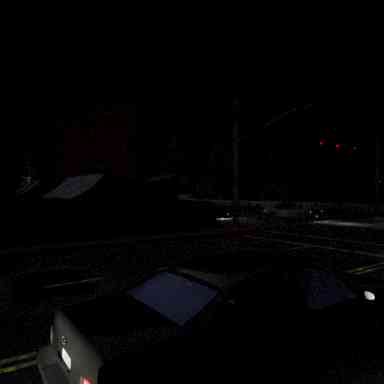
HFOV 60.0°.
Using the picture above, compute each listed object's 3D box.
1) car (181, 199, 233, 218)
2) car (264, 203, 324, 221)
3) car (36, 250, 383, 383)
[{"bbox_3d":[1.517,1.547,30.768,2.033,1.411,5.357,0,0,-37],"label":"car"},{"bbox_3d":[8.348,1.601,27.518,1.895,1.301,4.718,0,0,-37],"label":"car"},{"bbox_3d":[0.915,1.547,4.463,5.357,1.411,2.033,0,0,-35],"label":"car"}]
